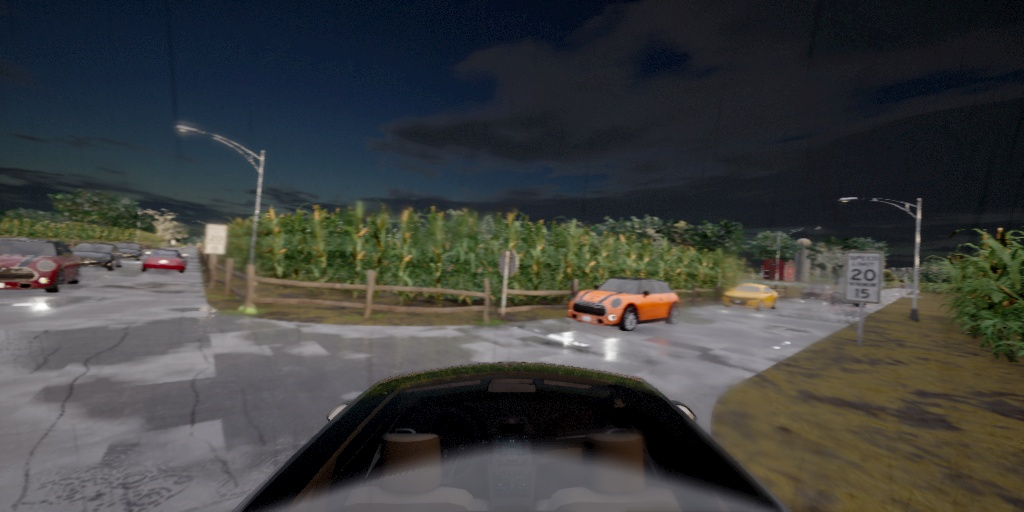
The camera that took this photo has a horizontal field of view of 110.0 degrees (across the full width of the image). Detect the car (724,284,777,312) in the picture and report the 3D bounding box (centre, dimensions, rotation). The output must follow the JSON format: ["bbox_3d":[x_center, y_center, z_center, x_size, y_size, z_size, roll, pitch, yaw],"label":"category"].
[{"bbox_3d":[14.915,2.506,22.328,5.008,1.535,1.882,4,-1,-41],"label":"car"}]

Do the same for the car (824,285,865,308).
[{"bbox_3d":[28.911,3.552,30.829,4.902,1.511,2.128,4,-1,-40],"label":"car"}]

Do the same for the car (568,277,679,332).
[{"bbox_3d":[4.092,1.528,12.810,4.553,1.767,2.097,5,-1,-41],"label":"car"}]

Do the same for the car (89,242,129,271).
[{"bbox_3d":[-24.273,-0.016,20.945,1.837,1.490,4.892,6,-2,-41],"label":"car"}]

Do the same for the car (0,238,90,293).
[{"bbox_3d":[-16.322,0.190,11.986,2.097,1.767,4.553,6,-2,-43],"label":"car"}]

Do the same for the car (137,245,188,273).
[{"bbox_3d":[-22.179,0.258,23.003,1.994,1.385,4.181,6,-2,-41],"label":"car"}]

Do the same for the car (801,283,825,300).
[{"bbox_3d":[31.044,3.642,36.427,4.553,1.767,2.097,4,-1,-41],"label":"car"}]

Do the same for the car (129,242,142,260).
[{"bbox_3d":[-33.079,-0.400,30.972,1.837,1.490,4.892,6,0,-41],"label":"car"}]
